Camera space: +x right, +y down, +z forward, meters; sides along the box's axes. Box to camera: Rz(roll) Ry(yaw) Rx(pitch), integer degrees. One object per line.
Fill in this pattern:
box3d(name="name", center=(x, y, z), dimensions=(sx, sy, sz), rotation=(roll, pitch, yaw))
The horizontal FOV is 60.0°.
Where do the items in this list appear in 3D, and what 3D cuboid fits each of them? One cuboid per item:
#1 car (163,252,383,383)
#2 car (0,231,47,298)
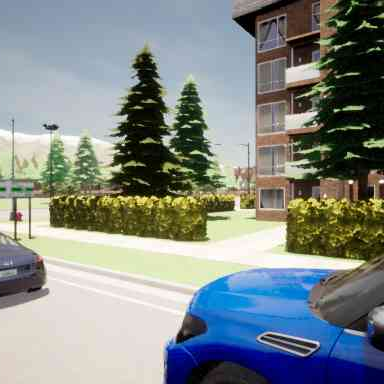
box3d(name="car", center=(2.377, 1.221, 2.293), dimensions=(5.566, 2.045, 2.150), rotation=(0, 0, 36))
box3d(name="car", center=(-5.238, 1.564, 7.698), dimensions=(4.181, 1.385, 1.994), rotation=(0, 0, 36))
